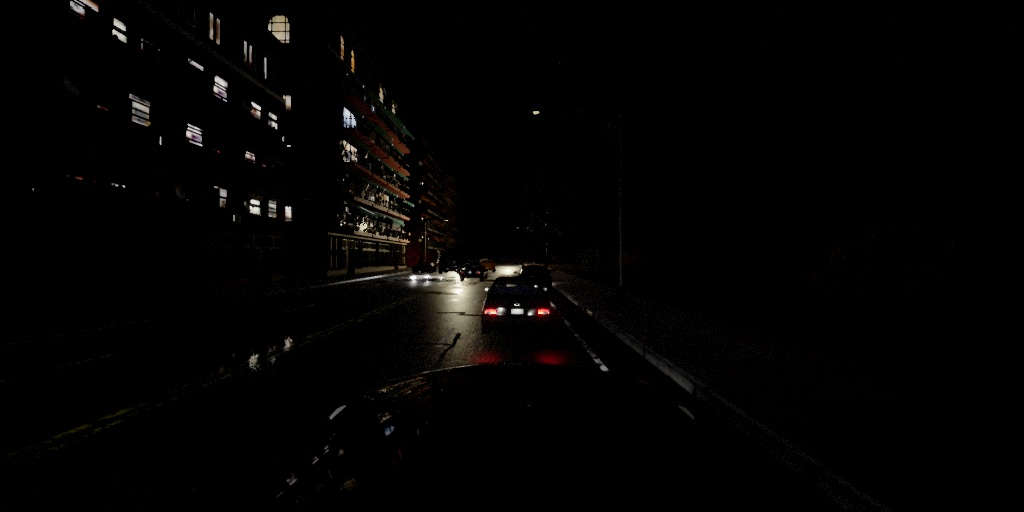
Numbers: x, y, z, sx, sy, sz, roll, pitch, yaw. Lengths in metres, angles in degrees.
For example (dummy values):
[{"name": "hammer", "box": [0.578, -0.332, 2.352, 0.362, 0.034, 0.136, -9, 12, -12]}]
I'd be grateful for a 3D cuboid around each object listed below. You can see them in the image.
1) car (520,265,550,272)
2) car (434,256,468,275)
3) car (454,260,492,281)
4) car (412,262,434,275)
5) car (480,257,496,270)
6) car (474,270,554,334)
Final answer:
[{"name": "car", "box": [1.177, 1.257, 20.272, 1.837, 1.490, 4.892, 0, 0, 0]}, {"name": "car", "box": [-6.518, 0.973, 39.035, 2.150, 2.045, 5.566, 0, 0, 0]}, {"name": "car", "box": [-3.105, 1.299, 29.779, 2.033, 1.411, 5.357, 0, 0, 2]}, {"name": "car", "box": [-9.767, 1.352, 40.204, 1.895, 1.301, 4.718, 0, 0, 0]}, {"name": "car", "box": [-3.054, 1.229, 45.066, 1.882, 1.535, 5.008, 0, 0, 0]}, {"name": "car", "box": [0.120, 1.299, 10.584, 2.033, 1.411, 5.357, 0, 0, 0]}]
